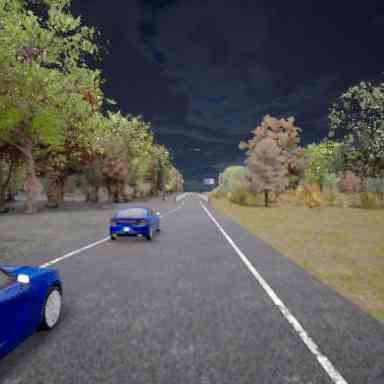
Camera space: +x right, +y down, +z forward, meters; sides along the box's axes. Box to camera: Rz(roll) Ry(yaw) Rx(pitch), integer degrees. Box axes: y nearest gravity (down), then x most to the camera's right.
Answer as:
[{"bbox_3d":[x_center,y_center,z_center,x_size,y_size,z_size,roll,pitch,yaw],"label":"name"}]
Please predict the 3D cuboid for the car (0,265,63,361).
[{"bbox_3d":[-3.196,1.474,3.791,1.882,1.535,5.008,0,0,1],"label":"car"}]

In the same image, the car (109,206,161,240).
[{"bbox_3d":[-2.748,1.461,16.944,1.882,1.535,5.008,0,0,2],"label":"car"}]
